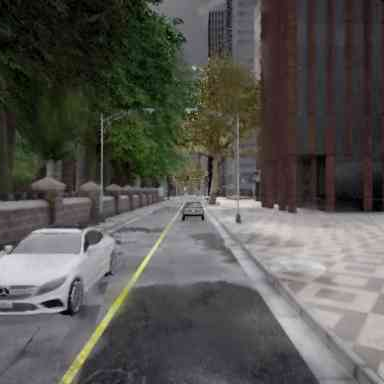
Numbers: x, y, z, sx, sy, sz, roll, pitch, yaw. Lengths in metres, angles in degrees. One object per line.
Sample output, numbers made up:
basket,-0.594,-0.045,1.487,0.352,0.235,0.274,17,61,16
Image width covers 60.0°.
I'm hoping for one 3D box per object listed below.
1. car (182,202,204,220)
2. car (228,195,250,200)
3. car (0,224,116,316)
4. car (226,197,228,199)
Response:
car,0.106,1.547,28.492,2.033,1.411,5.357,0,0,0
car,12.373,1.426,85.152,4.829,1.417,1.752,-1,1,0
car,-2.999,1.526,7.620,1.812,1.442,4.674,0,0,0
car,12.058,1.430,93.678,4.829,1.417,1.752,-1,1,0
